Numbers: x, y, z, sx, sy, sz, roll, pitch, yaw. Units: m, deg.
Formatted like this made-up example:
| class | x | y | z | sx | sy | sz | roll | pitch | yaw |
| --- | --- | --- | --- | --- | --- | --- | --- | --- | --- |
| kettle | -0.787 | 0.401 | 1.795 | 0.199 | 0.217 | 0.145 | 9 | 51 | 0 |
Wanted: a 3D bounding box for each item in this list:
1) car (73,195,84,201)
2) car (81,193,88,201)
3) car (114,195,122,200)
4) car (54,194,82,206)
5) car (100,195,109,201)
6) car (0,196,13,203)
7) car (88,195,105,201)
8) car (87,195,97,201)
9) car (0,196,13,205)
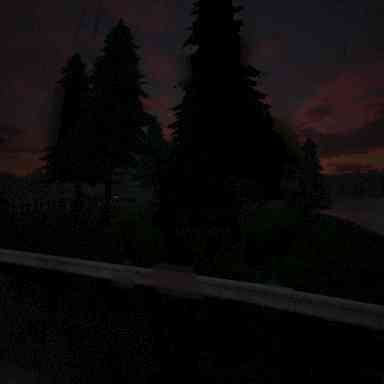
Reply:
| class | x | y | z | sx | sy | sz | roll | pitch | yaw |
| --- | --- | --- | --- | --- | --- | --- | --- | --- | --- |
| car | -30.424 | 1.525 | 89.593 | 2.128 | 1.511 | 4.902 | 0 | 0 | -10 |
| car | -25.753 | 1.225 | 78.715 | 2.150 | 2.045 | 5.566 | 0 | 0 | -3 |
| car | -19.344 | 1.525 | 86.495 | 2.128 | 1.511 | 4.902 | 0 | 0 | -10 |
| car | -20.888 | 1.505 | 55.485 | 1.837 | 1.490 | 4.892 | 0 | 0 | 13 |
| car | -23.155 | 1.553 | 88.302 | 1.994 | 1.385 | 4.181 | 0 | 0 | -10 |
| car | -39.964 | 1.540 | 69.270 | 2.033 | 1.411 | 5.357 | 0 | 0 | 5 |
| car | -22.236 | 1.540 | 78.217 | 2.033 | 1.411 | 5.357 | 0 | 0 | -3 |
| car | -26.827 | 1.553 | 89.233 | 1.994 | 1.385 | 4.181 | 0 | 0 | -10 |
| car | -31.860 | 1.351 | 54.913 | 2.097 | 1.767 | 4.553 | 0 | 0 | 14 |
